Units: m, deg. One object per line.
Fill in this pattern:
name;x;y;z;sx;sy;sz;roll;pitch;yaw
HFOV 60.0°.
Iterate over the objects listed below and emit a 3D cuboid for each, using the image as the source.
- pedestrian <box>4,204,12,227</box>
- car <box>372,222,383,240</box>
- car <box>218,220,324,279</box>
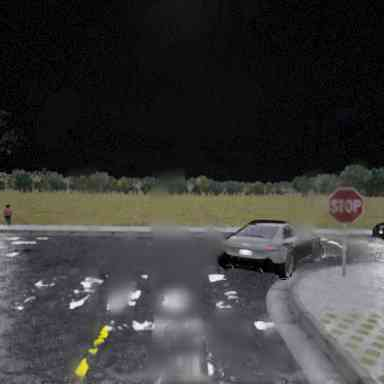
pedestrian;-9.725;0.907;17.653;0.375;1.860;0.375;0;0;0
car;10.449;1.644;14.908;4.181;1.385;1.994;1;1;0
car;2.517;1.555;10.169;1.994;1.385;4.181;0;-1;34
